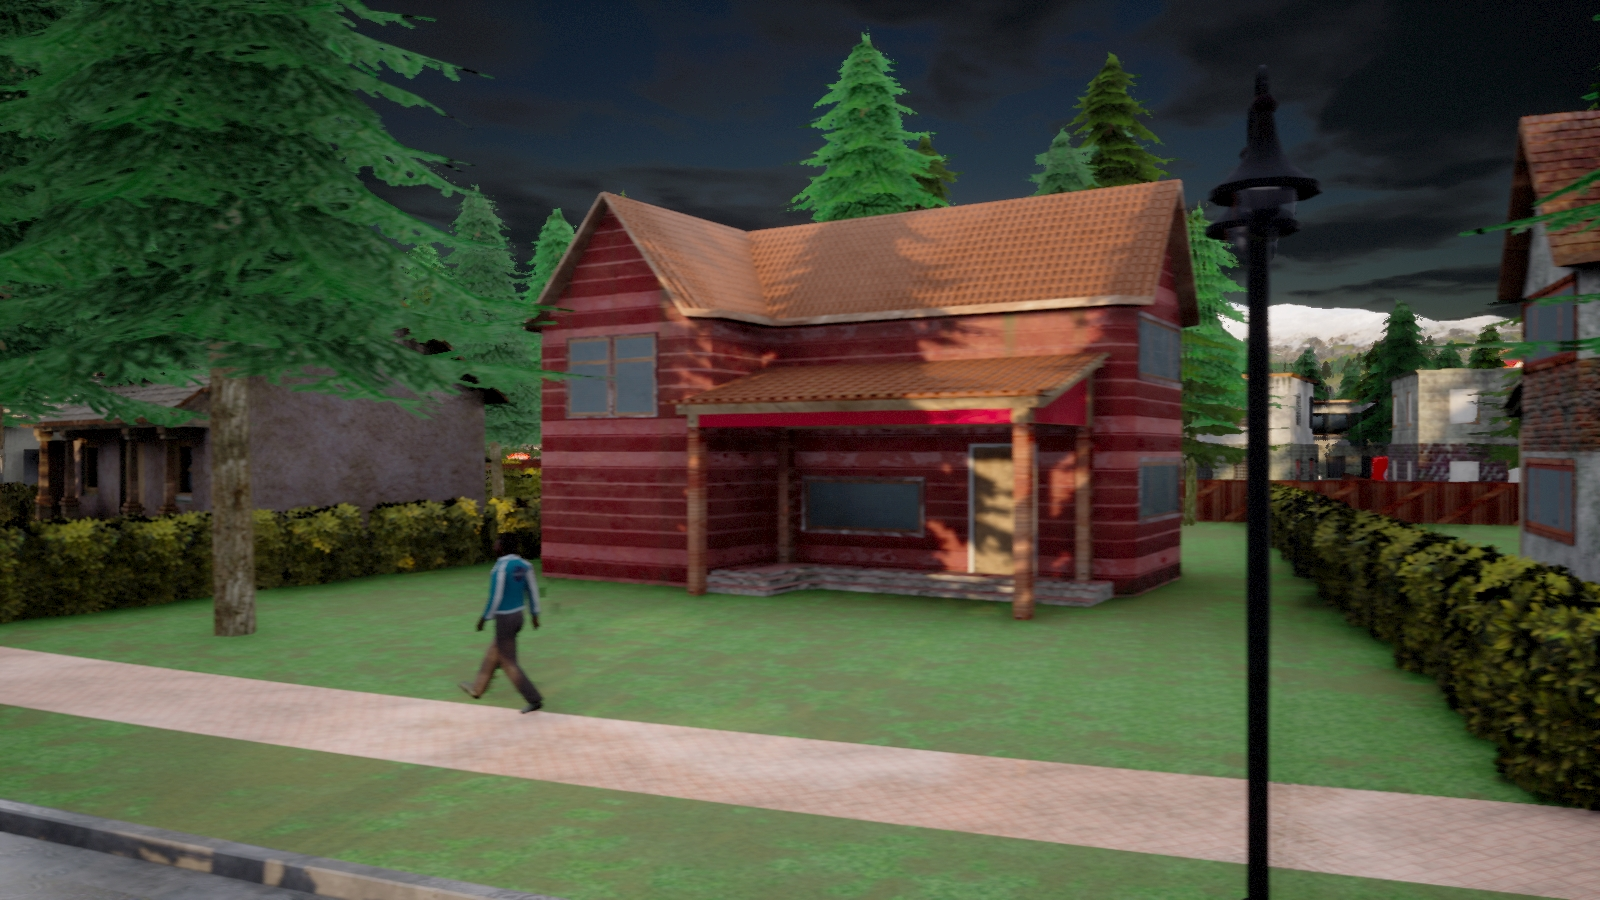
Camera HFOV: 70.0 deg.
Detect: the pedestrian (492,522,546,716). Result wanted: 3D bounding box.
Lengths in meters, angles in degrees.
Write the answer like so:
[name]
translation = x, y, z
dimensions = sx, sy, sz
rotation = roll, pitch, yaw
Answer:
[pedestrian]
translation = -2.800, 1.665, 11.394
dimensions = 0.375, 1.860, 0.375
rotation = 0, 0, 25
